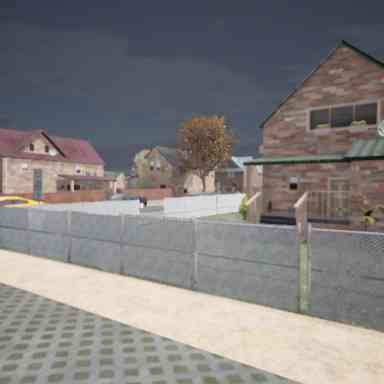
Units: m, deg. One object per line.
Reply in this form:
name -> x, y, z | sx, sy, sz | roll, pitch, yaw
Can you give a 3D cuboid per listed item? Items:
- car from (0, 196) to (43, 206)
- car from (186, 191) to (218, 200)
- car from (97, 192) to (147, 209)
car -> -11.979, 1.065, 21.096 | 1.882, 1.535, 5.008 | 1, 2, 35
car -> 1.203, 0.602, 39.595 | 2.033, 1.411, 5.357 | 1, 2, 36
car -> -6.112, 0.827, 29.335 | 1.882, 1.535, 5.008 | 1, 2, 35
